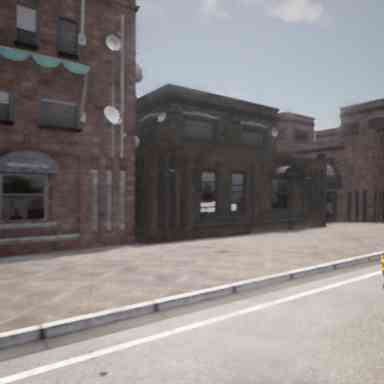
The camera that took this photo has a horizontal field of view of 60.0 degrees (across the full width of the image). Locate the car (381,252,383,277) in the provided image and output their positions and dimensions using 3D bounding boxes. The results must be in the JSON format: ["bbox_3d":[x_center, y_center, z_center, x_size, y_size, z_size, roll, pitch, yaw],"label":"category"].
[{"bbox_3d":[6.771,1.478,8.511,5.008,1.535,1.882,0,0,-35],"label":"car"}]
